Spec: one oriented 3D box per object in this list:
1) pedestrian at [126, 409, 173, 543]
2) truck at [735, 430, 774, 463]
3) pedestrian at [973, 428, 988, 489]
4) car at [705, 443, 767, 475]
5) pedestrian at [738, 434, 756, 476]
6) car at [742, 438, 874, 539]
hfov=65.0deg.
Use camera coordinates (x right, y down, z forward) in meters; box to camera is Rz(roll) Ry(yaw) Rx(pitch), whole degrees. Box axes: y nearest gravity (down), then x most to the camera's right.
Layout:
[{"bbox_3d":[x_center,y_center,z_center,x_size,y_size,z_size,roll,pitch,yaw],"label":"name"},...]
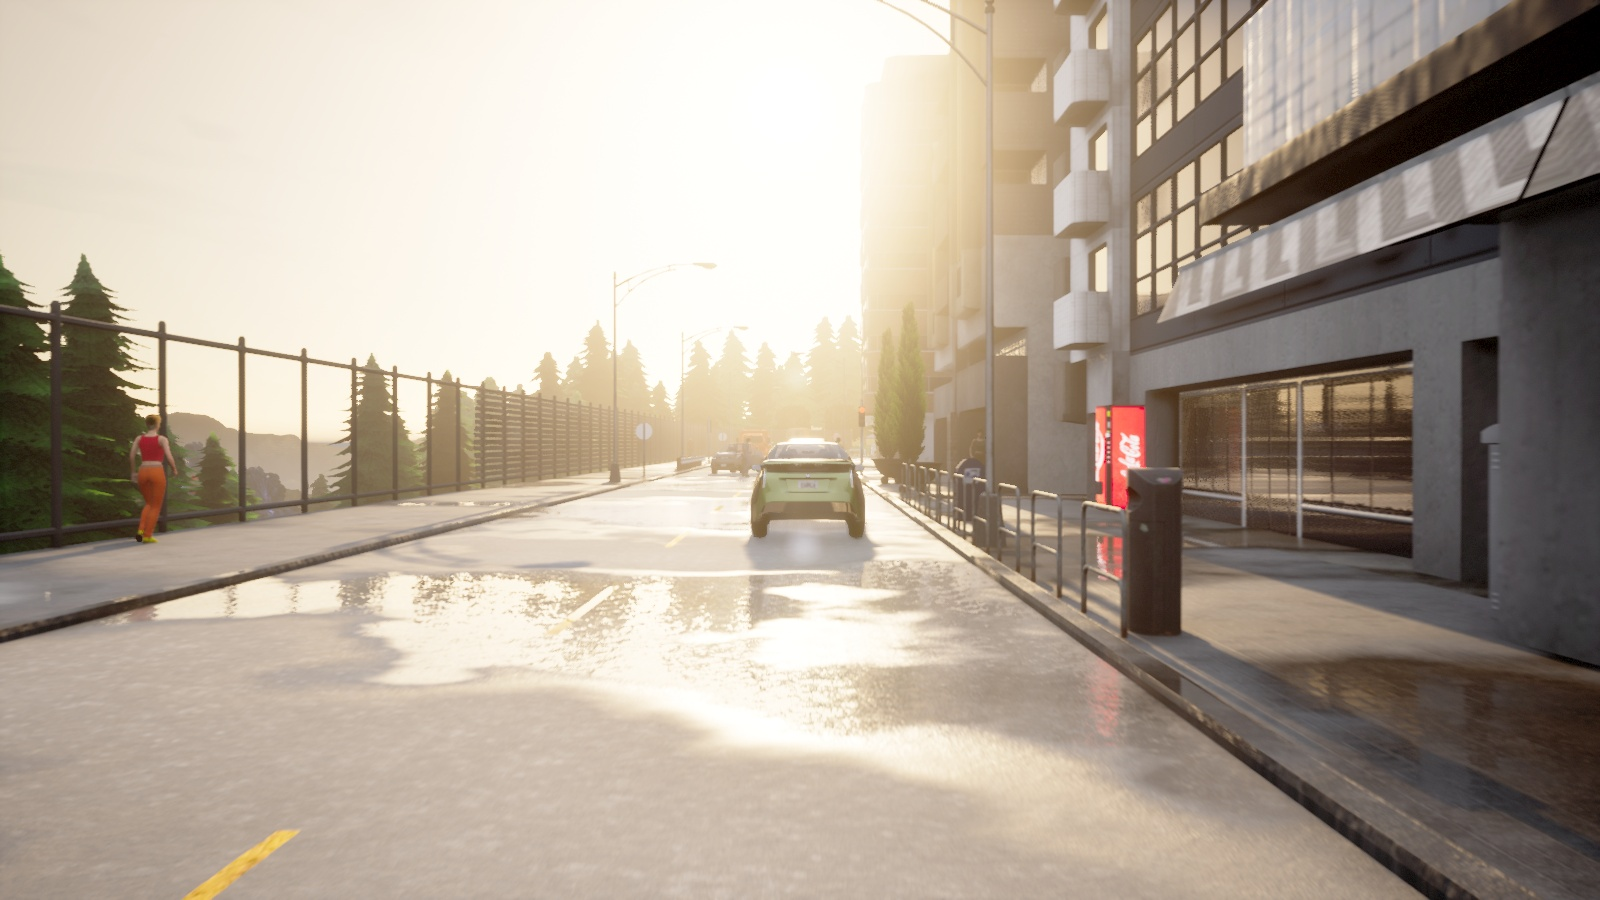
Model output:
[{"bbox_3d":[-9.078,0.350,17.526,0.345,1.836,0.594,0,0,0],"label":"pedestrian"},{"bbox_3d":[-3.416,-0.275,94.477,2.627,2.467,5.204,0,0,1],"label":"truck"},{"bbox_3d":[5.406,0.248,37.667,0.345,1.836,0.594,0,0,0],"label":"pedestrian"},{"bbox_3d":[-3.057,0.415,60.755,1.845,1.501,3.633,0,0,18],"label":"car"},{"bbox_3d":[-2.344,0.233,55.520,0.706,1.836,0.354,0,0,16],"label":"pedestrian"},{"bbox_3d":[0.134,0.573,21.328,2.007,1.525,4.514,0,0,0],"label":"car"}]
